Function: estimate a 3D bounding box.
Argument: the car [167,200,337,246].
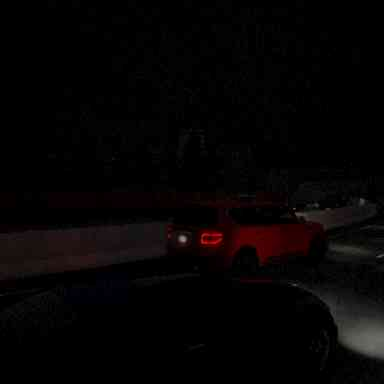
[{"bbox_3d":[1.833,1.250,9.878,5.566,2.045,2.150,0,0,-40],"label":"car"}]

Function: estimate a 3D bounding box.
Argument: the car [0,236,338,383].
[{"bbox_3d":[-0.259,1.538,3.784,4.674,1.442,1.812,0,0,-37],"label":"car"}]

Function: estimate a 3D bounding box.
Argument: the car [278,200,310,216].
[{"bbox_3d":[10.916,1.603,35.483,1.837,1.490,4.892,0,0,35],"label":"car"}]

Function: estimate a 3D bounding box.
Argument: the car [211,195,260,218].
[{"bbox_3d":[4.372,1.317,32.518,2.150,2.045,5.566,0,0,39],"label":"car"}]
